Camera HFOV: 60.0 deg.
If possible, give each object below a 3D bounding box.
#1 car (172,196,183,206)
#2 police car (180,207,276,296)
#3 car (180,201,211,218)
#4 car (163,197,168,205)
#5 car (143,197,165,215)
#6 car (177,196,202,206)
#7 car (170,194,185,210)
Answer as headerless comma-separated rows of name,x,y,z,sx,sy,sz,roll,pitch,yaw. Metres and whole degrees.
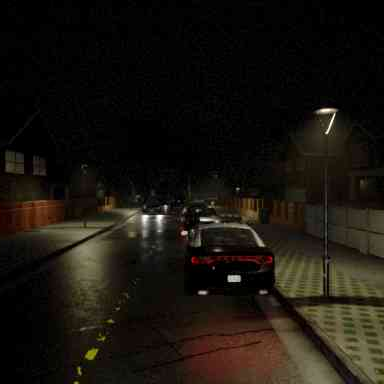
car,-2.669,1.602,60.100,1.882,1.535,5.008,0,0,-3
police car,0.745,1.427,8.835,1.930,1.638,5.238,0,0,-1
car,0.454,1.493,18.769,1.882,1.535,5.008,0,0,-2
car,-5.490,1.653,60.233,1.812,1.442,4.674,0,0,-4
car,-4.103,1.588,34.850,1.812,1.442,4.674,0,0,-3
car,0.177,1.379,24.762,2.097,1.767,4.553,0,0,-3
car,-1.833,1.311,45.804,2.150,2.045,5.566,0,0,-3
